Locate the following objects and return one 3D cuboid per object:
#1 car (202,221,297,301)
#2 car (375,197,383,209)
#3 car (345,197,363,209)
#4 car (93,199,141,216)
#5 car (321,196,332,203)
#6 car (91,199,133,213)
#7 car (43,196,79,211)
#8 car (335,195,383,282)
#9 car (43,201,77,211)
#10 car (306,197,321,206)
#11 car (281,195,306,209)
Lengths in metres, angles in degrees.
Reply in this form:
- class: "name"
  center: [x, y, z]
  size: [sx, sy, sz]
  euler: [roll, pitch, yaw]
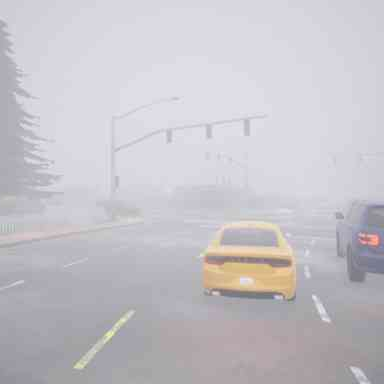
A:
- class: "car"
  center: [1.513, 1.475, 8.484]
  size: [1.882, 1.535, 5.008]
  euler: [0, 0, 12]
- class: "car"
  center: [26.947, 1.465, 46.721]
  size: [1.882, 1.535, 5.008]
  euler: [0, 0, 32]
- class: "car"
  center: [22.698, 1.492, 46.493]
  size: [1.837, 1.490, 4.892]
  euler: [0, 0, 32]
- class: "car"
  center: [-7.172, 1.552, 32.794]
  size: [4.892, 1.490, 1.837]
  euler: [0, 0, 34]
- class: "car"
  center: [26.615, 1.535, 66.408]
  size: [1.994, 1.385, 4.181]
  euler: [0, 0, 32]
- class: "car"
  center: [-9.226, 1.551, 38.216]
  size: [4.892, 1.490, 1.837]
  euler: [0, 0, 32]
- class: "car"
  center: [-16.939, 1.397, 43.044]
  size: [4.553, 1.767, 2.097]
  euler: [0, 0, 32]
- class: "car"
  center: [5.479, 1.219, 9.506]
  size: [2.150, 2.045, 5.566]
  euler: [0, 0, 19]
- class: "car"
  center: [-15.050, 1.573, 37.729]
  size: [4.674, 1.442, 1.812]
  euler: [0, 0, 32]
- class: "car"
  center: [19.550, 1.511, 55.072]
  size: [1.812, 1.442, 4.674]
  euler: [0, 0, 32]
- class: "car"
  center: [13.550, 1.480, 45.350]
  size: [2.128, 1.511, 4.902]
  euler: [0, 0, 32]
